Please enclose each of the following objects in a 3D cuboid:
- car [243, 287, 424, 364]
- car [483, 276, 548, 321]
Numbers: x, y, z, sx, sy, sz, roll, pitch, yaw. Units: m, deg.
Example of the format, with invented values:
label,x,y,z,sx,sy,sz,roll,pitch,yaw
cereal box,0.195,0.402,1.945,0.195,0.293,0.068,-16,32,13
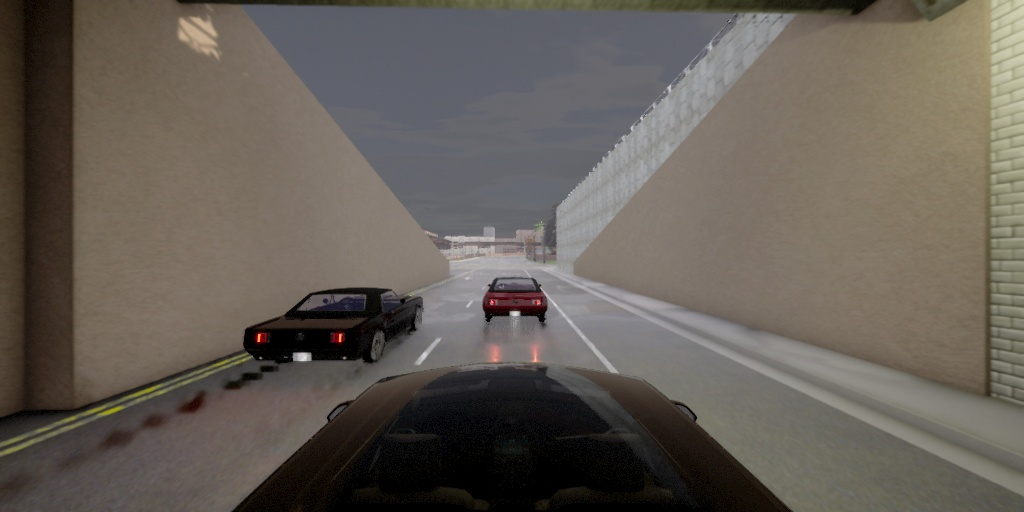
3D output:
label,x,y,z,sx,sy,sz,roll,pitch,yaw
car,-3.397,1.350,8.038,1.895,1.301,4.718,0,0,0
car,0.096,1.350,12.402,1.895,1.301,4.718,0,0,0
